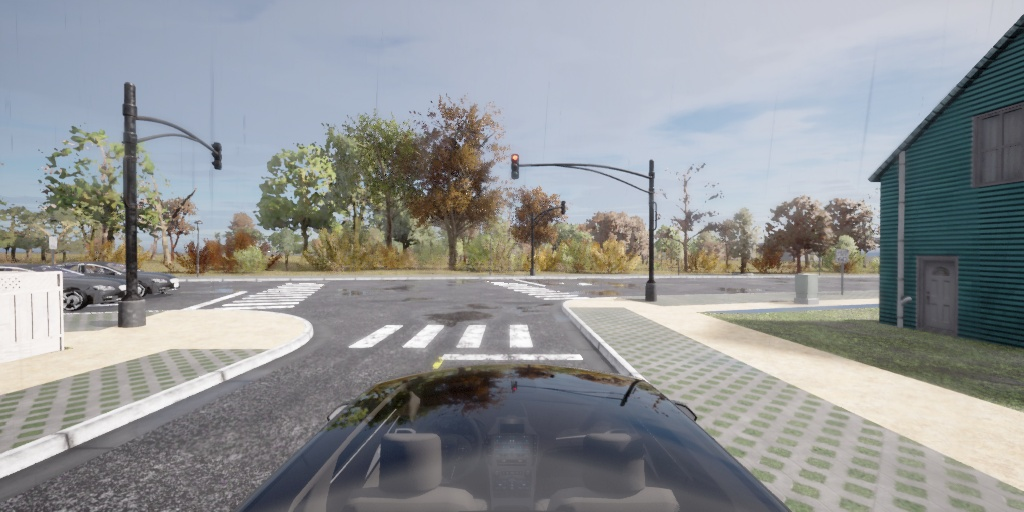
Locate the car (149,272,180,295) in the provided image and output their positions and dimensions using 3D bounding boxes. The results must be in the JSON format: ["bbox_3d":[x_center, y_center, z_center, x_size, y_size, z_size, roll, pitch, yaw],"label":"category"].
[{"bbox_3d":[-17.113,0.990,14.937,4.902,1.511,2.128,1,0,-22],"label":"car"}]

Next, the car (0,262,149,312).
[{"bbox_3d":[-15.957,1.019,11.887,4.902,1.511,2.128,1,0,-22],"label":"car"}]
